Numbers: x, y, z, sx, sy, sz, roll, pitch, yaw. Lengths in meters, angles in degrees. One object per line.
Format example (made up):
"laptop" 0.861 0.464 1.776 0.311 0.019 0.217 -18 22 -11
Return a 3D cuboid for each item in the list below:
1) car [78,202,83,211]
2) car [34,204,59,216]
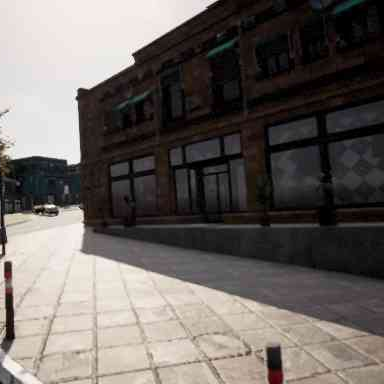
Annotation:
"car" -17.556 2.306 56.934 2.128 1.511 4.902 -4 1 12
"car" -18.796 2.317 42.894 2.033 1.411 5.357 -1 -1 -38
